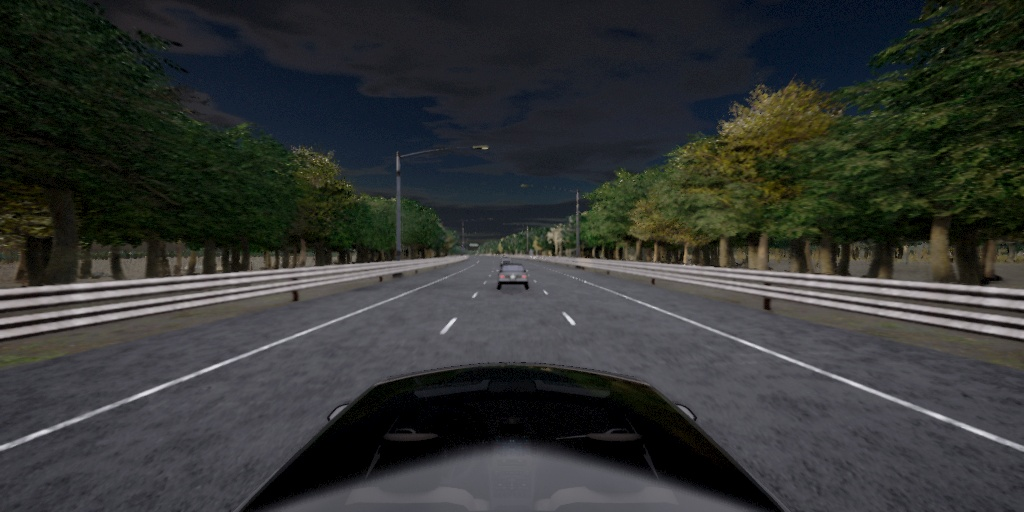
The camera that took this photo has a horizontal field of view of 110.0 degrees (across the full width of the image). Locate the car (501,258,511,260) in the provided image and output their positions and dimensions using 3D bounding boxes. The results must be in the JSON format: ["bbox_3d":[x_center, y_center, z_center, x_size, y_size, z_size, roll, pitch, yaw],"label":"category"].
[{"bbox_3d":[-0.880,0.931,54.254,1.895,1.301,4.718,0,0,-2],"label":"car"}]

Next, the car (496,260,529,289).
[{"bbox_3d":[0.034,1.135,21.672,2.033,1.411,5.357,0,0,-1],"label":"car"}]
